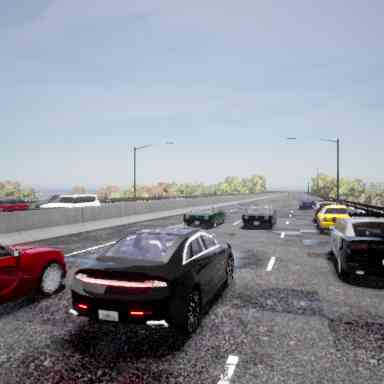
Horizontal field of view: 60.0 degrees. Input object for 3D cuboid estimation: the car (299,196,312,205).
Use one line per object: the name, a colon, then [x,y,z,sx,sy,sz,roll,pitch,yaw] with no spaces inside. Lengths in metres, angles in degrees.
car: [20.509,1.530,60.310,2.033,1.411,5.357,0,0,18]

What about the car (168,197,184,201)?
car: [-3.213,1.585,66.647,1.895,1.301,4.718,0,0,19]

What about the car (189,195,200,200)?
car: [0.929,1.337,68.030,2.097,1.767,4.553,0,0,18]

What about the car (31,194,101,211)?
car: [-9.247,1.218,25.627,2.150,2.045,5.566,0,0,18]

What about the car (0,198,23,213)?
car: [-15.865,1.349,27.912,2.097,1.767,4.553,0,0,18]

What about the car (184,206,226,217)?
car: [1.014,1.597,22.583,1.895,1.301,4.718,0,0,18]

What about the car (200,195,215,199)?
car: [3.568,1.547,64.936,1.994,1.385,4.181,0,0,19]

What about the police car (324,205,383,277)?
police car: [5.321,1.423,10.099,1.930,1.638,5.238,0,0,18]

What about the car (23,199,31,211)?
car: [-11.684,1.217,29.461,2.150,2.045,5.566,0,0,18]

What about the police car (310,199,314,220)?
police car: [10.260,1.419,25.317,1.930,1.638,5.238,0,0,18]

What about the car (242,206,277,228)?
car: [4.636,1.596,22.405,1.895,1.301,4.718,0,0,18]

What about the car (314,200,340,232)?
car: [8.432,1.451,19.686,1.801,1.575,5.366,0,0,18]

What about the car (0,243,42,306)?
car: [-4.392,1.477,5.921,1.882,1.535,5.008,0,0,18]

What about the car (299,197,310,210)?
car: [14.878,1.553,42.922,1.994,1.385,4.181,0,0,18]

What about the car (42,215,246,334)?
car: [-0.400,1.489,6.885,2.128,1.511,4.902,0,0,18]
